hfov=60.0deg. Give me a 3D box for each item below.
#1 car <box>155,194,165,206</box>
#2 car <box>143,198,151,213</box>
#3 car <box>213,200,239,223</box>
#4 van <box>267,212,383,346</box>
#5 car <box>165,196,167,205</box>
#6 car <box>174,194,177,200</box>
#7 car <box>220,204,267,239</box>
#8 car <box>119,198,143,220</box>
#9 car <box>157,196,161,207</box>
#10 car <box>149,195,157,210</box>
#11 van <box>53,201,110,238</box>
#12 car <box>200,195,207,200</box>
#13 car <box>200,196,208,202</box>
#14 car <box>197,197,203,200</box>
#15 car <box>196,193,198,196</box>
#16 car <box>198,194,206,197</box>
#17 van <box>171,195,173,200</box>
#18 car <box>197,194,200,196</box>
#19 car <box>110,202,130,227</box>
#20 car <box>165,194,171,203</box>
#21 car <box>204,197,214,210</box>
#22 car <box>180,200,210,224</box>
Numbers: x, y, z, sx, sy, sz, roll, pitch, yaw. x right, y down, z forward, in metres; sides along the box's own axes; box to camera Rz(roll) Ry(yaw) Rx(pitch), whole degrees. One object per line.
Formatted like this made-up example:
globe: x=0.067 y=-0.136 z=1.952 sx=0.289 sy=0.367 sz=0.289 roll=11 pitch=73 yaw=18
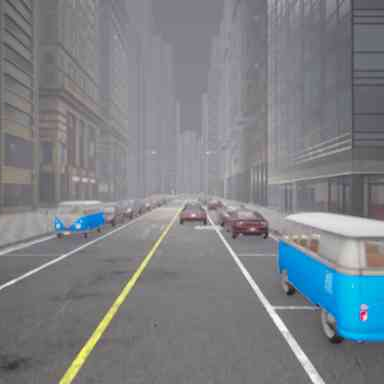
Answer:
car: x=-5.764 y=1.374 z=50.980 sx=2.192 sy=1.841 sz=5.009 roll=0 pitch=0 yaw=0
car: x=-5.764 y=1.605 z=34.174 sx=1.947 sy=1.339 sz=4.313 roll=0 pitch=0 yaw=0
car: x=2.763 y=1.466 z=22.982 sx=1.967 sy=1.590 sz=4.097 roll=0 pitch=0 yaw=0
van: x=2.765 y=1.348 z=6.175 sx=1.690 sy=1.788 sz=3.998 roll=0 pitch=0 yaw=0
car: x=-5.766 y=1.648 z=56.581 sx=1.802 sy=1.307 sz=4.206 roll=0 pitch=0 yaw=0
car: x=-5.769 y=1.562 z=90.192 sx=1.967 sy=1.590 sz=4.097 roll=0 pitch=0 yaw=0
car: x=2.763 y=1.564 z=17.380 sx=1.887 sy=1.381 sz=4.507 roll=0 pitch=0 yaw=0
car: x=-5.763 y=1.473 z=28.573 sx=1.967 sy=1.590 sz=4.097 roll=0 pitch=0 yaw=0
car: x=-5.765 y=1.618 z=45.378 sx=1.947 sy=1.339 sz=4.313 roll=0 pitch=0 yaw=0
car: x=-5.764 y=1.486 z=39.776 sx=1.967 sy=1.590 sz=4.097 roll=0 pitch=0 yaw=0
van: x=-5.761 y=1.361 z=17.370 sx=1.690 sy=1.788 sz=3.998 roll=0 pitch=0 yaw=0
car: x=2.759 y=1.632 z=56.595 sx=1.947 sy=1.339 sz=4.313 roll=0 pitch=0 yaw=0
car: x=2.757 y=1.683 z=79.003 sx=1.802 sy=1.307 sz=4.206 roll=0 pitch=0 yaw=0
car: x=0.096 y=1.649 z=42.495 sx=1.895 sy=1.301 sz=4.718 roll=0 pitch=0 yaw=0
car: x=2.757 y=1.426 z=84.605 sx=2.192 sy=1.841 sz=5.009 roll=0 pitch=0 yaw=0
car: x=2.758 y=1.633 z=67.798 sx=2.008 sy=1.369 sz=4.403 roll=0 pitch=0 yaw=0
van: x=-5.767 y=1.433 z=73.386 sx=1.690 sy=1.788 sz=3.998 roll=0 pitch=0 yaw=0
car: x=2.758 y=1.532 z=73.401 sx=1.967 sy=1.590 sz=4.097 roll=0 pitch=0 yaw=0
car: x=-5.762 y=1.608 z=22.971 sx=1.802 sy=1.307 sz=4.206 roll=0 pitch=0 yaw=0
car: x=-5.765 y=1.390 z=62.183 sx=2.192 sy=1.841 sz=5.009 roll=0 pitch=0 yaw=0
car: x=2.761 y=1.590 z=39.788 sx=1.887 sy=1.381 sz=4.507 roll=0 pitch=0 yaw=0
car: x=0.098 y=1.593 z=25.180 sx=1.994 sy=1.385 sz=4.181 roll=0 pitch=0 yaw=0
